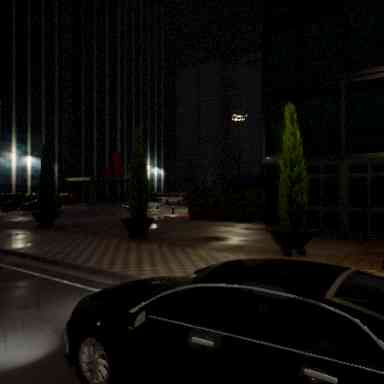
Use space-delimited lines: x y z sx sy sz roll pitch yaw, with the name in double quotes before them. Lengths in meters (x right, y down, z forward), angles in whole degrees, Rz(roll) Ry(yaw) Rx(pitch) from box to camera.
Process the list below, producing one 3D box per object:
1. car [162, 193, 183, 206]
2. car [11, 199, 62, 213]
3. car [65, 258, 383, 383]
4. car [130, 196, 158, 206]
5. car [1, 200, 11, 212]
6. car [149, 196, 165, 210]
"car" -3.834 1.222 56.333 2.150 2.045 5.566 0 0 35
"car" -17.105 1.487 37.496 2.128 1.511 4.902 0 0 35
"car" 0.632 1.505 3.545 4.892 1.490 1.837 0 0 36
"car" -8.013 1.504 56.489 1.837 1.490 4.892 0 0 35
"car" -20.508 1.546 38.735 2.033 1.411 5.357 0 0 35
"car" -5.804 1.525 41.086 1.812 1.442 4.674 0 0 35
